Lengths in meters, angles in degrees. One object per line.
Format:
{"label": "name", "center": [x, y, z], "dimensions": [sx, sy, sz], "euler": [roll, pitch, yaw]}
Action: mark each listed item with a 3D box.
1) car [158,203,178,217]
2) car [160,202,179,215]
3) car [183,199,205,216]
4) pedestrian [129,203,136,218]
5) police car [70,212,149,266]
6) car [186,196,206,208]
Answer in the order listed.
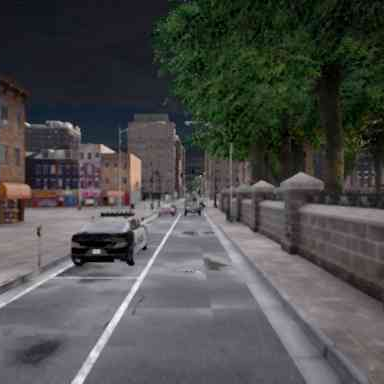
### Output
{"label": "car", "center": [-2.641, 1.909, 35.761], "dimensions": [1.802, 1.307, 4.206], "euler": [0, -1, 0]}
{"label": "car", "center": [-2.641, 1.927, 39.424], "dimensions": [1.947, 1.339, 4.313], "euler": [0, -1, 0]}
{"label": "car", "center": [0.074, 1.831, 37.272], "dimensions": [2.128, 1.511, 4.902], "euler": [0, -1, 0]}
{"label": "pedestrian", "center": [-2.744, 1.434, 15.183], "dimensions": [0.375, 1.860, 0.375], "euler": [0, -1, 0]}
{"label": "police car", "center": [-2.751, 1.538, 12.173], "dimensions": [1.930, 1.638, 5.238], "euler": [0, -1, 0]}
{"label": "car", "center": [0.352, 1.673, 49.314], "dimensions": [2.150, 2.045, 5.566], "euler": [-1, 0, 13]}
